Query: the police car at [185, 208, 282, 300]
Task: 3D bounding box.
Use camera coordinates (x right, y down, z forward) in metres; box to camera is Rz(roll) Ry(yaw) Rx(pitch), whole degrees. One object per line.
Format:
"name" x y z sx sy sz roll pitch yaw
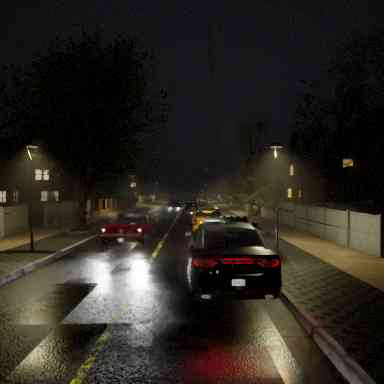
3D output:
"police car" 0.844 1.427 8.578 1.930 1.638 5.238 0 0 0

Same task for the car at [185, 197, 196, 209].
"car" 0.130 1.489 45.101 2.128 1.511 4.902 0 0 1

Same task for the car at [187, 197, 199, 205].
"car" 0.143 1.535 58.457 2.033 1.411 5.357 0 0 0

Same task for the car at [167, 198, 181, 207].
"car" -2.630 1.558 49.222 1.994 1.385 4.181 0 0 0

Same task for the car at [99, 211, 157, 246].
"car" -2.814 1.603 15.422 1.895 1.301 4.718 0 0 0

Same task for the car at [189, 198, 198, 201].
"car" 0.884 1.459 24.661 1.801 1.575 5.366 0 0 0

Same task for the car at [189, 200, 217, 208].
"car" 0.869 1.458 18.660 1.801 1.575 5.366 0 0 0
